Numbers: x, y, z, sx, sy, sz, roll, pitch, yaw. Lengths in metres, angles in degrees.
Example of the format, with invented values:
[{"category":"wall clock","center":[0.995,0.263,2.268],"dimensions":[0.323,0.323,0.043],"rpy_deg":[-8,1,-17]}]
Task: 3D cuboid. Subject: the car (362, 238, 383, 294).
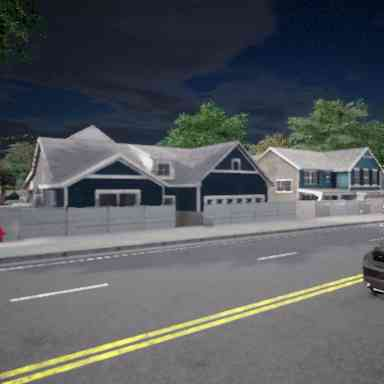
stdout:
[{"category":"car","center":[5.774,1.511,7.562],"dimensions":[4.892,1.490,1.837],"rpy_deg":[0,0,-36]}]
